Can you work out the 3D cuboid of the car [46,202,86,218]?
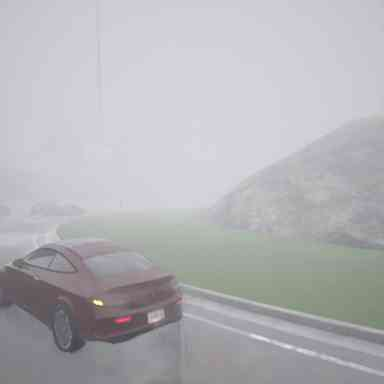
[{"bbox_3d":[-13.312,2.014,36.153,2.033,1.411,5.357,0,-1,4],"label":"car"}]

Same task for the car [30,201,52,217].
[{"bbox_3d":[-16.423,1.841,38.037,2.097,1.767,4.553,0,-1,5],"label":"car"}]

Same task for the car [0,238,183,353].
[{"bbox_3d":[-2.160,1.610,6.319,4.674,1.442,1.812,-1,-1,44],"label":"car"}]

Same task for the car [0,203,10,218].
[{"bbox_3d":[-20.296,1.636,32.798,2.150,2.045,5.566,0,-1,-1],"label":"car"}]
